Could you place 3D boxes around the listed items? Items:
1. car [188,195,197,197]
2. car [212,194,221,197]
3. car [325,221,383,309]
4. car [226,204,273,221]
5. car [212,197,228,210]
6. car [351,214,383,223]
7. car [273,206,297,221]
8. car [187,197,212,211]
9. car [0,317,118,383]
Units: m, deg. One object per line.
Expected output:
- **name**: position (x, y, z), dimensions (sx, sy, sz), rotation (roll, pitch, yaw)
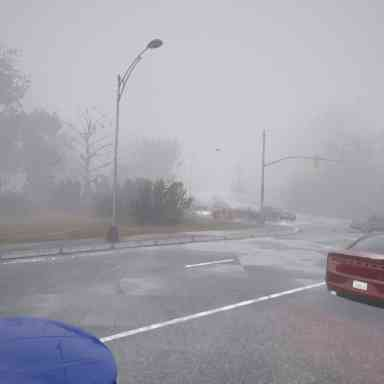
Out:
- **car**: position (0.134, 1.333, 65.901), dimensions (1.837, 1.490, 4.892), rotation (2, 2, -8)
- **car**: position (5.870, 1.112, 79.193), dimensions (2.033, 1.411, 5.357), rotation (2, 2, -1)
- **car**: position (5.016, 1.556, 7.364), dimensions (5.008, 1.535, 1.882), rotation (1, -1, -35)
- **car**: position (5.744, 2.176, 33.974), dimensions (1.895, 1.301, 4.718), rotation (3, -1, -23)
- **car**: position (4.235, 2.028, 48.036), dimensions (1.837, 1.490, 4.892), rotation (2, 1, -17)
- **car**: position (12.594, 2.068, 20.604), dimensions (2.033, 1.411, 5.357), rotation (3, -2, -30)
- **car**: position (9.006, 2.232, 35.310), dimensions (1.837, 1.490, 4.892), rotation (2, -1, -24)
- **car**: position (0.649, 1.906, 47.697), dimensions (2.033, 1.411, 5.357), rotation (2, 1, -17)
- **car**: position (-2.839, 1.478, 1.717), dimensions (5.008, 1.535, 1.882), rotation (0, 0, -36)
